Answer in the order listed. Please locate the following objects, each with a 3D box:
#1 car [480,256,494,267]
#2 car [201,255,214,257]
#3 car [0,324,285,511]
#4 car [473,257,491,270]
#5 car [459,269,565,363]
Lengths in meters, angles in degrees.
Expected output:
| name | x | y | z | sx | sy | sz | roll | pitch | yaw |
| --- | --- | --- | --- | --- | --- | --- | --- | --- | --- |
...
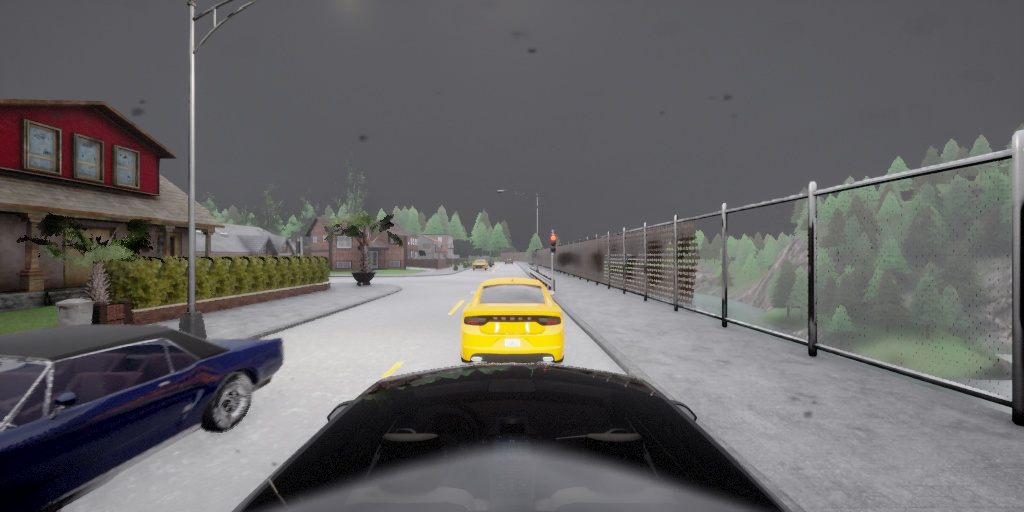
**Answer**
| name | x | y | z | sx | sy | sz | roll | pitch | yaw |
| --- | --- | --- | --- | --- | --- | --- | --- | --- | --- |
| car | -4.592 | 0.968 | 61.772 | 2.150 | 2.045 | 5.566 | 0 | 0 | 0 |
| car | -23.312 | 0.973 | 27.513 | 5.566 | 2.045 | 2.150 | 0 | 0 | 0 |
| car | -4.106 | 1.351 | 2.791 | 1.895 | 1.301 | 4.718 | 0 | 0 | 0 |
| car | -4.523 | 1.227 | 51.442 | 1.882 | 1.535 | 5.008 | 0 | 0 | 0 |
| car | 0.005 | 1.228 | 8.183 | 1.882 | 1.535 | 5.008 | 0 | 0 | 0 |
